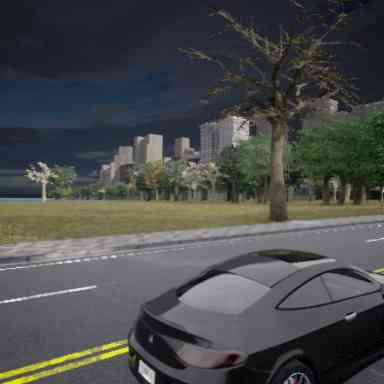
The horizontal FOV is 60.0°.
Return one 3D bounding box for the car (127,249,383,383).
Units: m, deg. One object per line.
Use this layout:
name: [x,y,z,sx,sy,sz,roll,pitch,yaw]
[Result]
car: [1.444,1.528,4.486,4.674,1.442,1.812,0,0,-36]
